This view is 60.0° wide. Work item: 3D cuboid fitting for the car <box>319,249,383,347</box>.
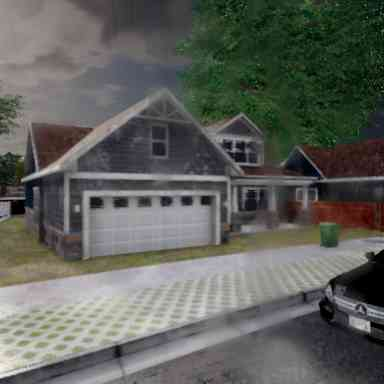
[{"bbox_3d":[4.223,1.501,5.674,4.674,1.442,1.812,0,0,-32],"label":"car"}]
